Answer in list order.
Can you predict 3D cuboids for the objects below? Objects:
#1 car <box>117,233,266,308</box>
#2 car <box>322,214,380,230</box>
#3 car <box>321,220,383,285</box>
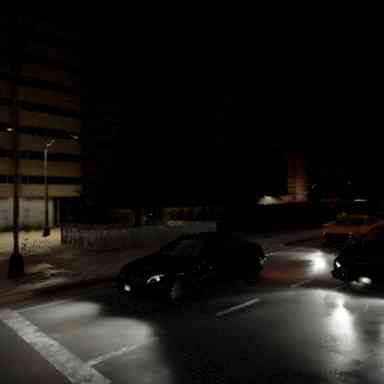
[{"bbox_3d":[0.216,1.885,9.081,4.674,1.442,1.812,1,-3,-44],"label":"car"},{"bbox_3d":[8.365,1.910,17.005,5.008,1.535,1.882,1,-3,-44],"label":"car"},{"bbox_3d":[6.084,1.773,9.925,5.357,1.411,2.033,1,-3,-44],"label":"car"}]
